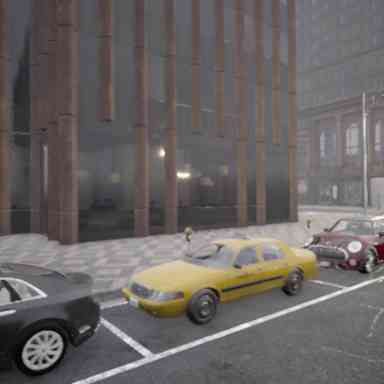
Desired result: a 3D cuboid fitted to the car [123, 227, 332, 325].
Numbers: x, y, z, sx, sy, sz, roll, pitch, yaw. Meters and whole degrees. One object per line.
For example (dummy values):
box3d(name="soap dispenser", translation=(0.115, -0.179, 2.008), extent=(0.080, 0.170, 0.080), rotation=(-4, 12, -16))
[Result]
box3d(name="car", translation=(0.889, 1.627, 7.352), extent=(4.829, 1.417, 1.752), rotation=(0, -1, -37))

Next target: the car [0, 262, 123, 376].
box3d(name="car", translation=(-3.365, 1.656, 4.102), extent=(4.403, 1.369, 2.008), rotation=(0, -1, -37))

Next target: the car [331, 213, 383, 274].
box3d(name="car", translation=(5.413, 1.535, 10.811), extent=(4.097, 1.590, 1.967), rotation=(0, -1, -37))
